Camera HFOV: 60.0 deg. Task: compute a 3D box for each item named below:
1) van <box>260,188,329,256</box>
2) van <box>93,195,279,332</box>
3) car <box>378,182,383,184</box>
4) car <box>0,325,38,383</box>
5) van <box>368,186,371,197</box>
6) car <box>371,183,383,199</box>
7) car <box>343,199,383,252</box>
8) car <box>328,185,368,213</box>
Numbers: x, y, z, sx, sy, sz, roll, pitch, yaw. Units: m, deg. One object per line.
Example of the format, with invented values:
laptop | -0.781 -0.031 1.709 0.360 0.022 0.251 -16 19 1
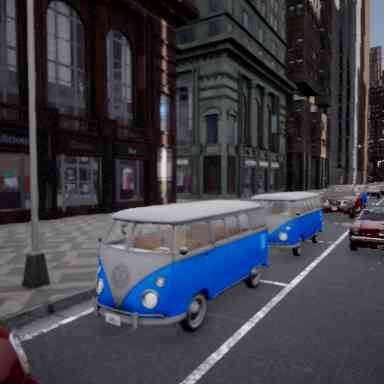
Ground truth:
van | 3.113 0.909 10.911 1.690 1.788 3.998 1 3 33
van | 0.081 1.095 6.163 1.690 1.788 3.998 1 3 33
car | 27.377 -0.333 48.899 1.947 1.339 4.313 1 2 33
car | -2.952 1.380 1.420 1.967 1.590 4.097 1 3 33
van | 12.212 0.354 25.152 1.690 1.788 3.998 1 3 33
car | 21.312 0.008 39.403 1.887 1.381 4.507 1 2 33
car | 6.528 1.156 11.131 1.895 1.301 4.718 1 3 33
car | 9.179 0.512 20.404 2.192 1.841 5.009 1 3 33
